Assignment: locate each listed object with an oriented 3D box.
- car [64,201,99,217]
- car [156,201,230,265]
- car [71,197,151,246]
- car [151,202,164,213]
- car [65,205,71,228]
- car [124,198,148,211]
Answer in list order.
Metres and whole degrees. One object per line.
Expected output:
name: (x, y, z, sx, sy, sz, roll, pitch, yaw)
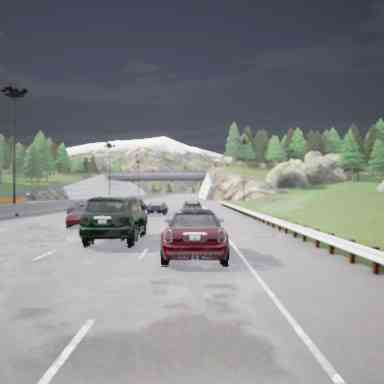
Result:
car: (-10.453, 1.585, 31.802, 1.994, 1.385, 4.181, 0, 0, 0)
car: (0.082, 1.359, 11.795, 2.097, 1.767, 4.553, 0, 0, 0)
car: (-3.424, 1.232, 15.359, 2.150, 2.045, 5.566, 0, 0, 0)
car: (-3.456, 1.623, 33.709, 1.895, 1.301, 4.718, 0, 0, 0)
car: (-6.936, 1.579, 22.482, 1.994, 1.385, 4.181, 0, 0, 0)
car: (-6.970, 1.516, 41.806, 2.128, 1.511, 4.902, 0, 0, 0)
